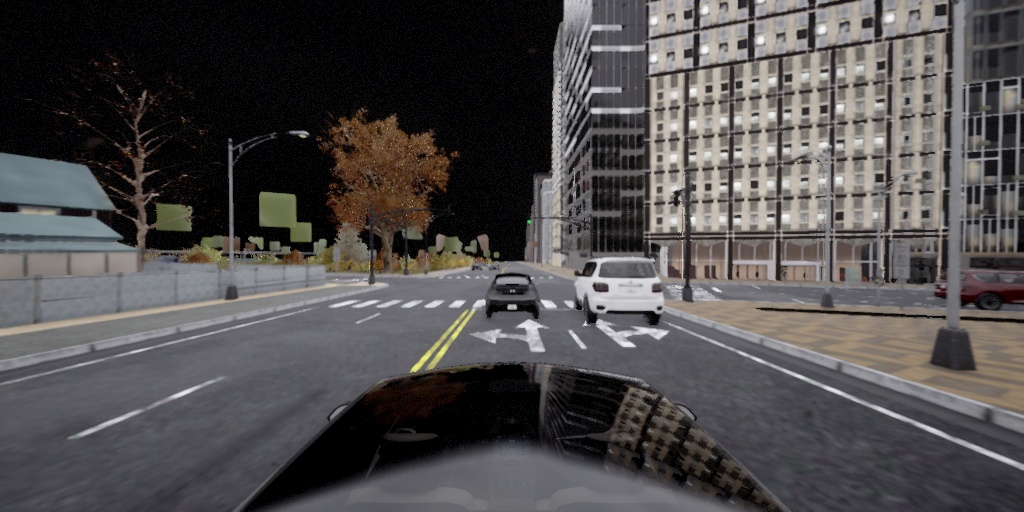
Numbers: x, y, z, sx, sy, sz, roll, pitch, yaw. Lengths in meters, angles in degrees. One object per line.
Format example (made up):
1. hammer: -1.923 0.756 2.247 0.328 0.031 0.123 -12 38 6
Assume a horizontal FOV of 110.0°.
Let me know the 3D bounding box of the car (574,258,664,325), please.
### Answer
1. car: 3.474 1.093 12.561 2.150 2.045 5.566 0 -1 4

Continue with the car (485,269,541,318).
1. car: 0.029 1.392 13.704 1.837 1.490 4.892 0 -1 0

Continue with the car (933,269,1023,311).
1. car: 23.014 1.566 16.485 5.009 1.841 2.192 0 0 20
